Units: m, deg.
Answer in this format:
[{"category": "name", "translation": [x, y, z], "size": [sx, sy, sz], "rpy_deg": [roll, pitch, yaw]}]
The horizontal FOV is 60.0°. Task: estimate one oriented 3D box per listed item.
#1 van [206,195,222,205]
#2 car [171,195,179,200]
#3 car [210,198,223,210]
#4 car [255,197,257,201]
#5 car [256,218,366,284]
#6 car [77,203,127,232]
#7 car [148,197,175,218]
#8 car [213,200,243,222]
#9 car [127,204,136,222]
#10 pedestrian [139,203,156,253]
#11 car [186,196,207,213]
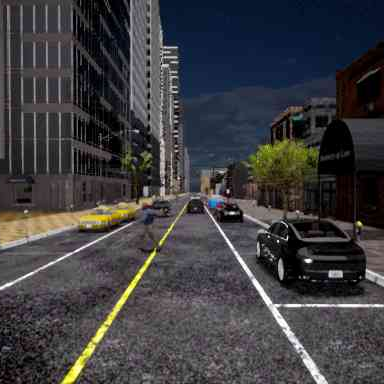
[{"category": "van", "translation": [3.056, 1.326, 42.499], "size": [1.690, 1.788, 3.998], "rpy_deg": [-1, 0, 1]}, {"category": "car", "translation": [-5.020, 1.496, 91.435], "size": [1.752, 1.417, 4.829], "rpy_deg": [-1, 0, 1]}, {"category": "car", "translation": [2.960, 1.571, 31.431], "size": [1.802, 1.307, 4.206], "rpy_deg": [-1, 0, 1]}, {"category": "car", "translation": [17.214, 1.396, 76.706], "size": [5.009, 1.841, 2.192], "rpy_deg": [1, 0, 1]}, {"category": "car", "translation": [3.084, 1.502, 9.511], "size": [1.837, 1.490, 4.892], "rpy_deg": [0, 0, 1]}, {"category": "car", "translation": [-5.522, 1.518, 20.280], "size": [1.752, 1.417, 4.829], "rpy_deg": [-1, 0, 1]}, {"category": "car", "translation": [-2.831, 1.494, 30.254], "size": [1.837, 1.490, 4.892], "rpy_deg": [0, 0, 1]}, {"category": "car", "translation": [2.910, 1.557, 25.897], "size": [1.947, 1.339, 4.313], "rpy_deg": [-1, 0, 1]}, {"category": "car", "translation": [-5.472, 1.517, 25.814], "size": [1.752, 1.417, 4.829], "rpy_deg": [-1, 0, 1]}, {"category": "pedestrian", "translation": [-1.657, 1.289, 12.319], "size": [0.375, 1.860, 0.375], "rpy_deg": [-1, 1, -1]}, {"category": "car", "translation": [0.417, 1.490, 37.005], "size": [1.837, 1.490, 4.892], "rpy_deg": [0, 0, 1]}]
